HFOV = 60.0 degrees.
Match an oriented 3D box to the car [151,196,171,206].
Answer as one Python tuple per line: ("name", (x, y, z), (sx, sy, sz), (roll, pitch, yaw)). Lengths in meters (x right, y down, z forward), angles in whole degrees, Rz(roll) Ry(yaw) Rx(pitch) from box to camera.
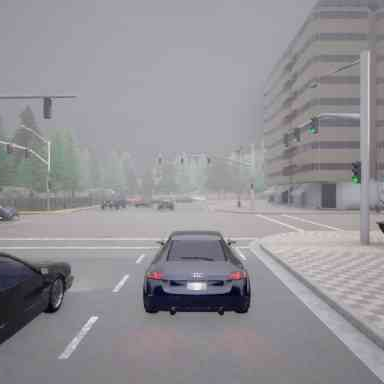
("car", (-5.360, 1.478, 57.957), (1.882, 1.535, 5.008), (0, 0, 15))

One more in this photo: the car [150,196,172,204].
("car", (-6.128, 1.548, 66.402), (2.033, 1.411, 5.357), (0, 0, 24))

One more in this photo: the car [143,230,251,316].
("car", (0.094, 1.564, 7.632), (1.994, 1.385, 4.181), (0, 0, 0))

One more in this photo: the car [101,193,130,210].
("car", (-10.404, 1.221, 44.430), (2.150, 2.045, 5.566), (0, 0, 2))

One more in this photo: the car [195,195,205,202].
("car", (1.177, 1.524, 77.307), (1.812, 1.442, 4.674), (0, 0, 42))

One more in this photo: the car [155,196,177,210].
("car", (-3.291, 1.525, 42.916), (1.812, 1.442, 4.674), (0, 0, 1))

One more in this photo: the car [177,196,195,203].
("car", (-1.674, 1.564, 67.250), (1.994, 1.385, 4.181), (0, 0, 28))

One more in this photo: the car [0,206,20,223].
("car", (-15.519, 1.395, 24.909), (4.553, 1.767, 2.097), (0, 0, -7))

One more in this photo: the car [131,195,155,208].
("car", (-6.828, 1.547, 48.088), (2.033, 1.411, 5.357), (0, 0, 2))

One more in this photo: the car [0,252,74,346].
("car", (-3.426, 1.547, 4.599), (2.033, 1.411, 5.357), (0, 0, 0))

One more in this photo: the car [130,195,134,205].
("car", (-9.582, 1.352, 53.863), (2.097, 1.767, 4.553), (0, 0, 8))
